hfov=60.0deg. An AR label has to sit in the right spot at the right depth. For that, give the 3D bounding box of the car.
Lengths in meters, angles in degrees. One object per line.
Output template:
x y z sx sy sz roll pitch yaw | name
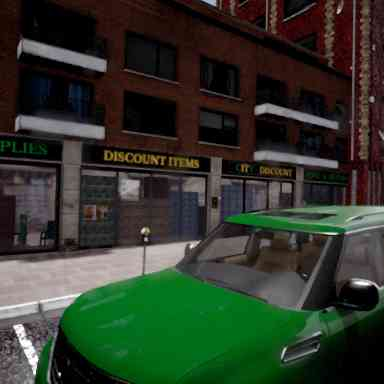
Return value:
1.276 1.223 3.853 5.566 2.045 2.150 0 0 -35 | car
